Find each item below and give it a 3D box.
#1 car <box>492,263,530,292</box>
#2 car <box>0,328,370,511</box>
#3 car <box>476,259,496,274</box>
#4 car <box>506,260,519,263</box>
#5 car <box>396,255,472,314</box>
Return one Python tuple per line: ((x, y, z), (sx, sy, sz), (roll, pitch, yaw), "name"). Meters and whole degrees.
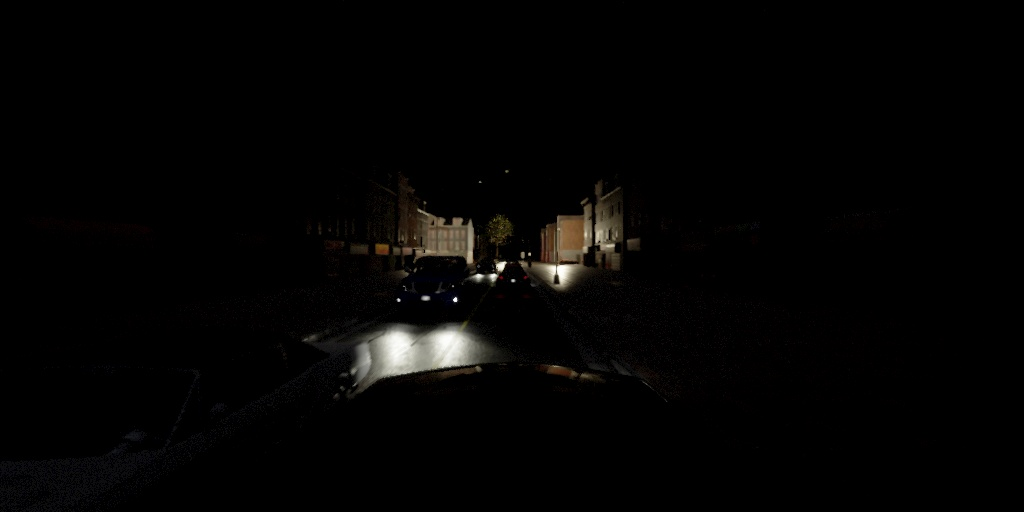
((0.071, 1.321, 21.635), (1.994, 1.385, 4.181), (0, 0, 0), "car")
((-2.848, 1.352, 2.607), (1.895, 1.301, 4.718), (0, 0, 0), "car")
((-2.854, 1.115, 41.161), (2.097, 1.767, 4.553), (0, 0, 0), "car")
((0.074, 1.241, 41.129), (1.882, 1.535, 5.008), (0, 0, 0), "car")
((-2.799, 0.975, 14.083), (2.150, 2.045, 5.566), (0, 0, -2), "car")
